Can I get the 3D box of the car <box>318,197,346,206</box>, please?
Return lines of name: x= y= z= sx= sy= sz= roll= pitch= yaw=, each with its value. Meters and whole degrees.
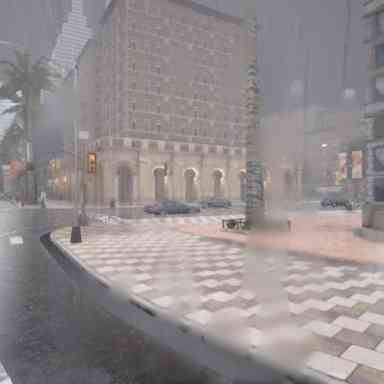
car: x=22.742 y=1.558 z=54.043 sx=4.181 sy=1.385 sz=1.994 roll=0 pitch=0 yaw=-30

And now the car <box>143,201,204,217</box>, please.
car: x=-1.884 y=1.541 z=31.698 sx=5.357 sy=1.411 sz=2.033 roll=0 pitch=0 yaw=-27

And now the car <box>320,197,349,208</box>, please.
car: x=21.102 y=1.486 z=48.934 sx=4.902 sy=1.511 sz=2.128 roll=0 pitch=0 yaw=-30

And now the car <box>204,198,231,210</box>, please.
car: x=2.770 y=1.483 z=42.495 sx=4.902 sy=1.511 sz=2.128 roll=0 pitch=0 yaw=-30
